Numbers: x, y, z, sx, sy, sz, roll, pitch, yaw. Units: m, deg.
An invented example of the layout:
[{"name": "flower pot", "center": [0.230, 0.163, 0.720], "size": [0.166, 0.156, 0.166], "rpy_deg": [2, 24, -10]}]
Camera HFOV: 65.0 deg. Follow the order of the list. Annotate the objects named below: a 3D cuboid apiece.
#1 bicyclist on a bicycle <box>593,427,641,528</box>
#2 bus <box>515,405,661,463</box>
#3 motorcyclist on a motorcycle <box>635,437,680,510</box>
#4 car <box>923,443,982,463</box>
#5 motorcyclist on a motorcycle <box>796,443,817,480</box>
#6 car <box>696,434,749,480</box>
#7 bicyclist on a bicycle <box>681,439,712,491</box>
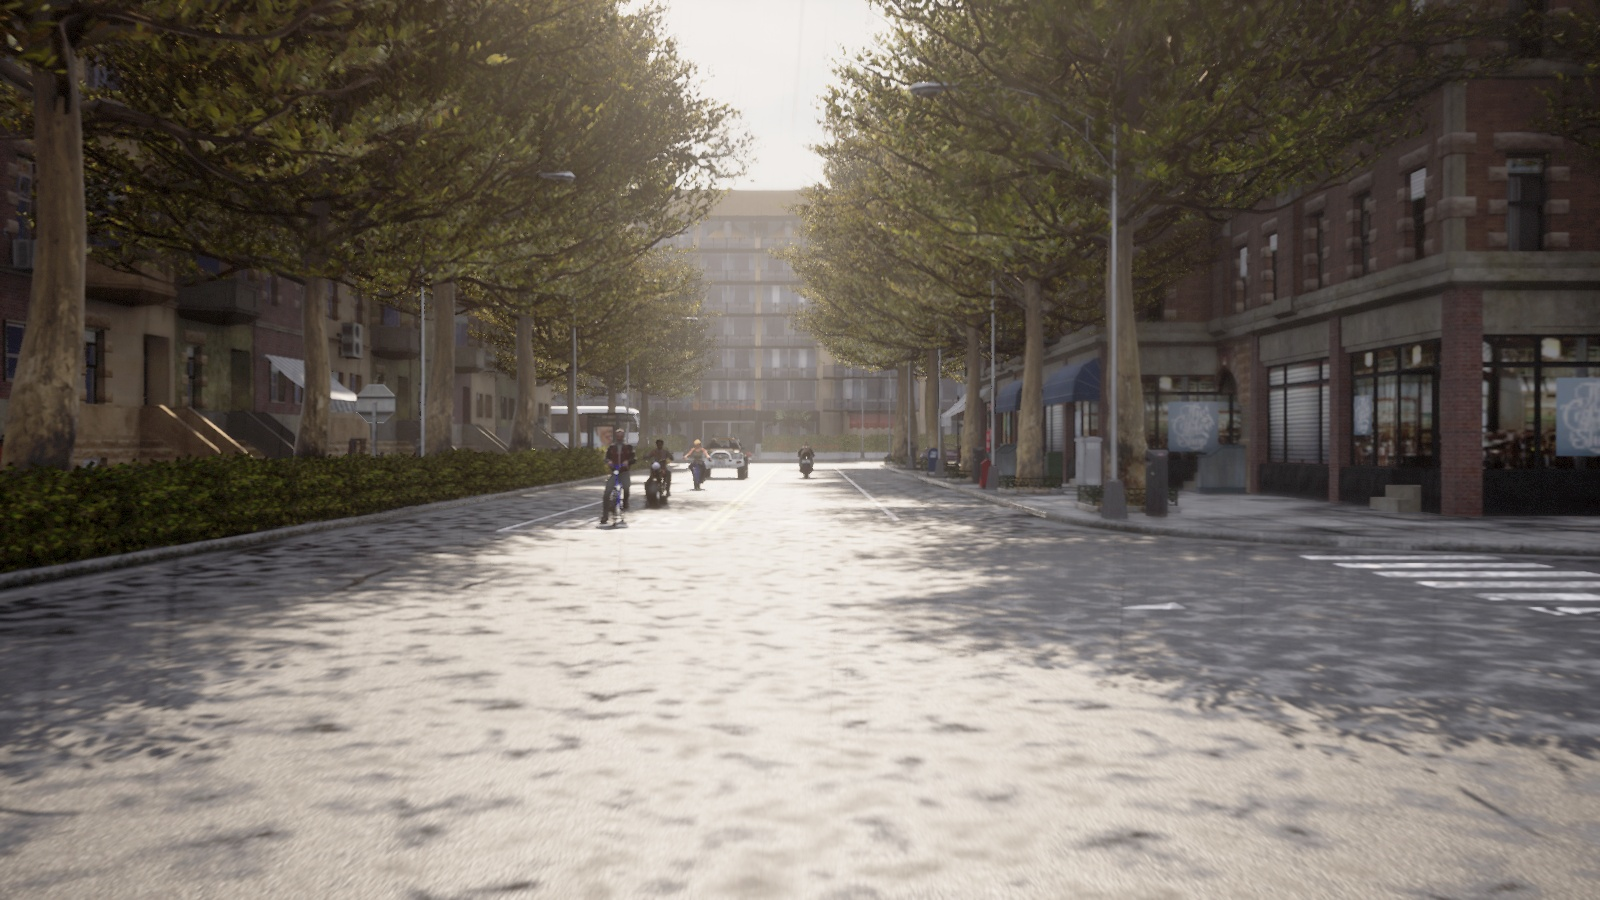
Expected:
[{"name": "bicyclist on a bicycle", "center": [-3.333, 0.486, 22.992], "size": [0.659, 1.776, 1.843], "rpy_deg": [0, 0, -1]}, {"name": "bus", "center": [-15.690, -1.165, 93.501], "size": [10.273, 4.253, 3.944], "rpy_deg": [0, 0, -2]}, {"name": "motorcyclist on a motorcycle", "center": [-3.340, 0.529, 29.600], "size": [0.766, 1.649, 2.350], "rpy_deg": [0, 0, 0]}, {"name": "car", "center": [11.311, 0.247, 93.377], "size": [4.193, 1.474, 1.816], "rpy_deg": [0, 0, 0]}, {"name": "motorcyclist on a motorcycle", "center": [0.277, 0.481, 53.854], "size": [0.866, 1.530, 2.191], "rpy_deg": [0, 0, 0]}, {"name": "car", "center": [-3.227, 0.264, 52.985], "size": [1.932, 1.855, 4.605], "rpy_deg": [0, 0, 0]}, {"name": "bicyclist on a bicycle", "center": [-3.285, 0.457, 39.981], "size": [0.866, 1.612, 1.509], "rpy_deg": [0, 0, 1]}]
